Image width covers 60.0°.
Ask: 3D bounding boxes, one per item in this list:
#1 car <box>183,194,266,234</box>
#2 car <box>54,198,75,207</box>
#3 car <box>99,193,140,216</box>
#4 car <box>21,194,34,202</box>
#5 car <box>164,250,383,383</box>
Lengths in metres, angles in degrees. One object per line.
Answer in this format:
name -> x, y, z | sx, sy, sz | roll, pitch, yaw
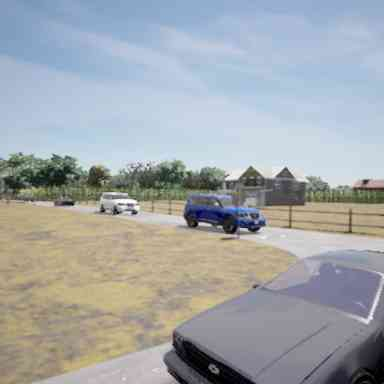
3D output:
car -> 1.721, 1.196, 19.611 | 2.150, 2.045, 5.566 | 2, 0, -37
car -> -18.218, 1.474, 47.407 | 1.895, 1.301, 4.718 | 2, -1, -35
car -> -7.023, 1.118, 31.706 | 2.150, 2.045, 5.566 | 2, -1, -36
car -> -40.908, 1.640, 83.739 | 2.128, 1.511, 4.902 | 2, -2, -36
car -> 2.310, 1.584, 4.586 | 5.357, 1.411, 2.033 | 1, 0, -35
